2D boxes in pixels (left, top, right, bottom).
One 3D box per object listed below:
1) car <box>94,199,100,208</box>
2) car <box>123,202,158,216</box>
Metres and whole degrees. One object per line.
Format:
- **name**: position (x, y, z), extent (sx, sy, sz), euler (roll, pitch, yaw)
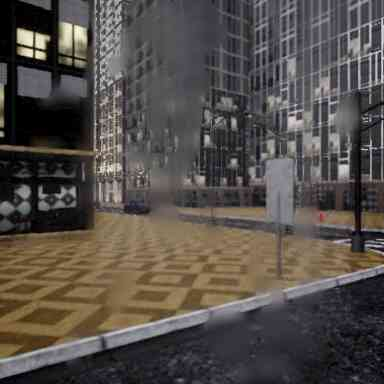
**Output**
- **car**: position (-15.307, 1.608, 49.745), extent (1.994, 1.385, 4.181), euler (0, 0, -35)
- **car**: position (-5.695, 1.775, 35.988), extent (2.033, 1.411, 5.357), euler (0, 0, -35)
